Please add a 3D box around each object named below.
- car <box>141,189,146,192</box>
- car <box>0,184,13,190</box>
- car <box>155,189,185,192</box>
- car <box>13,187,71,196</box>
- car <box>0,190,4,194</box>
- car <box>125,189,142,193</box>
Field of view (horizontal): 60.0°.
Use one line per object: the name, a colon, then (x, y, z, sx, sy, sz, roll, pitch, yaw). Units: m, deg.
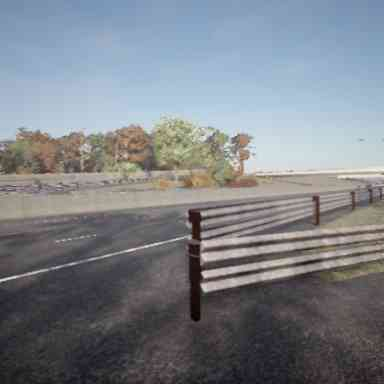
car: (-4.291, 0.403, 46.722, 2.128, 1.511, 4.902, 0, 1, 35)
car: (-29.607, -0.374, 51.539, 2.097, 1.767, 4.553, -1, 3, 13)
car: (-2.145, 0.408, 43.675, 1.882, 1.535, 5.008, 0, 1, 35)
car: (-12.413, 0.678, 28.716, 2.097, 1.767, 4.553, 0, 1, 34)
car: (-15.053, 0.815, 31.056, 2.128, 1.511, 4.902, 0, 1, 35)
car: (-8.325, 0.312, 47.022, 2.097, 1.767, 4.553, 0, 1, 35)
